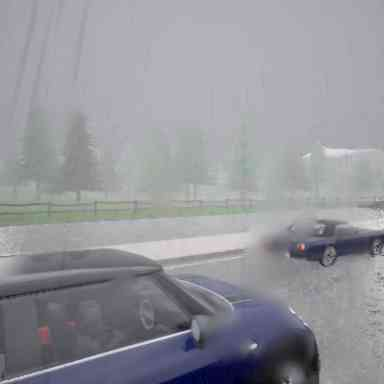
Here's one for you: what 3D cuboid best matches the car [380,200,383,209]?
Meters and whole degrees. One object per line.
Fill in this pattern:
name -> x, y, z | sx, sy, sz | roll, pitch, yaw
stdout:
car -> 25.169, 1.524, 40.325 | 4.674, 1.442, 1.812 | 0, 0, -36

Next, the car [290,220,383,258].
car -> 4.640, 1.599, 11.338 | 4.718, 1.301, 1.895 | 0, 0, -35

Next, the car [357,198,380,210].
car -> 23.378, 1.523, 43.347 | 4.674, 1.442, 1.812 | 0, 0, -36

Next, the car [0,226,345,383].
car -> -0.842, 1.350, 3.090 | 4.553, 1.767, 2.097 | 0, 0, -36
